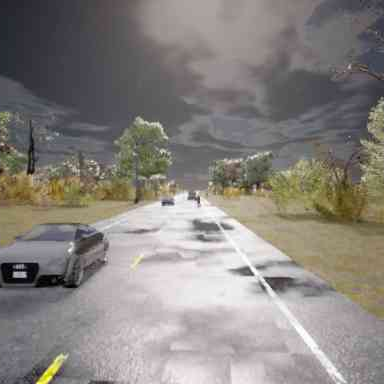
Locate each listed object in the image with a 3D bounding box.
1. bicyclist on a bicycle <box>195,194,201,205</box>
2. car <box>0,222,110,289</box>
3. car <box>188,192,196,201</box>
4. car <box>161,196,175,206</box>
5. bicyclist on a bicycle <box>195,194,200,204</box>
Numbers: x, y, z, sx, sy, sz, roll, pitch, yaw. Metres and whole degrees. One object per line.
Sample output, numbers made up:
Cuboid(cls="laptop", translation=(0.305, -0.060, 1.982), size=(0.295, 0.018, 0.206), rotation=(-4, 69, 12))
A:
Cuboid(cls="bicyclist on a bicycle", translation=(0.972, 1.250, 47.189), size=(0.582, 1.620, 1.656), rotation=(0, 0, 0))
Cuboid(cls="car", translation=(-3.597, 1.529, 8.936), size=(1.994, 1.385, 4.181), rotation=(0, 0, 0))
Cuboid(cls="car", translation=(0.014, 1.245, 74.190), size=(1.895, 1.301, 4.718), rotation=(0, 0, 0))
Cuboid(cls="car", translation=(-3.563, 1.330, 50.234), size=(2.033, 1.411, 5.357), rotation=(0, 0, 0))
Cuboid(cls="bicyclist on a bicycle", translation=(0.982, 1.181, 57.914), size=(0.866, 1.612, 1.509), rotation=(0, 0, 0))
